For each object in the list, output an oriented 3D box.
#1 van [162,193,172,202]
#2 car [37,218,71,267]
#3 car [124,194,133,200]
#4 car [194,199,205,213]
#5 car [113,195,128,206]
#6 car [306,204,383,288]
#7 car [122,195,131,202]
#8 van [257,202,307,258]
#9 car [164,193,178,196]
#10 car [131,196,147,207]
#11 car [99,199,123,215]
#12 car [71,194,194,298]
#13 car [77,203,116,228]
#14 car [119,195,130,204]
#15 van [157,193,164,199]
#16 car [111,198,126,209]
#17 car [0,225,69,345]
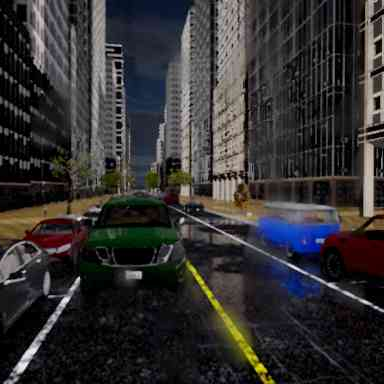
[{"bbox_3d":[-5.138,1.141,68.547,1.690,1.788,3.998,-1,0,-9],"label":"van"},{"bbox_3d":[-4.487,1.548,11.101,1.802,1.307,4.206,-1,0,-9],"label":"car"},{"bbox_3d":[-16.091,1.297,84.072,2.008,1.369,4.403,-1,0,-9],"label":"car"},{"bbox_3d":[0.219,1.452,34.869,2.008,1.369,4.403,-1,0,-9],"label":"car"},{"bbox_3d":[-10.736,1.289,50.392,1.967,1.590,4.097,-1,0,-9],"label":"car"},{"bbox_3d":[4.680,1.299,6.803,2.192,1.841,5.009,-1,0,-9],"label":"car"},{"bbox_3d":[-14.306,1.347,72.845,1.947,1.339,4.313,-1,0,-9],"label":"car"},{"bbox_3d":[3.788,1.308,12.416,1.690,1.788,3.998,-1,0,-9],"label":"van"},{"bbox_3d":[-3.354,1.149,57.321,2.192,1.841,5.009,-1,0,-9],"label":"car"},{"bbox_3d":[-7.681,1.348,48.360,2.128,1.511,4.902,0,0,-9],"label":"car"},{"bbox_3d":[-8.057,1.450,33.553,2.008,1.369,4.403,-1,0,-9],"label":"car"},{"bbox_3d":[-1.511,1.195,8.940,2.150,2.045,5.566,0,0,-9],"label":"car"},{"bbox_3d":[-6.273,1.483,22.327,2.008,1.369,4.403,-1,0,-9],"label":"car"},{"bbox_3d":[-12.494,1.341,61.451,1.752,1.417,4.829,-1,0,-9],"label":"car"},{"bbox_3d":[-8.709,1.071,90.999,1.690,1.788,3.998,-1,0,-9],"label":"van"},{"bbox_3d":[-9.843,1.448,44.780,1.802,1.307,4.206,-1,0,-9],"label":"car"},{"bbox_3d":[-3.595,1.533,5.488,2.008,1.369,4.403,-1,0,-9],"label":"car"}]
